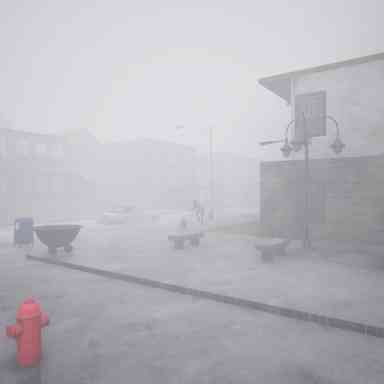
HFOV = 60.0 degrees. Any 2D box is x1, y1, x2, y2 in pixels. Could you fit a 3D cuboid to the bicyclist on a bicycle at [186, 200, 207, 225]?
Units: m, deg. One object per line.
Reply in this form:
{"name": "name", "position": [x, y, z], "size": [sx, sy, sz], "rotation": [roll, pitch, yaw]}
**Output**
{"name": "bicyclist on a bicycle", "position": [0.285, 1.340, 21.633], "size": [1.656, 1.620, 0.582], "rotation": [0, 0, 35]}

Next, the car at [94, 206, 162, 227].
{"name": "car", "position": [-4.159, 1.601, 22.632], "size": [1.895, 1.301, 4.718], "rotation": [0, 0, 35]}
